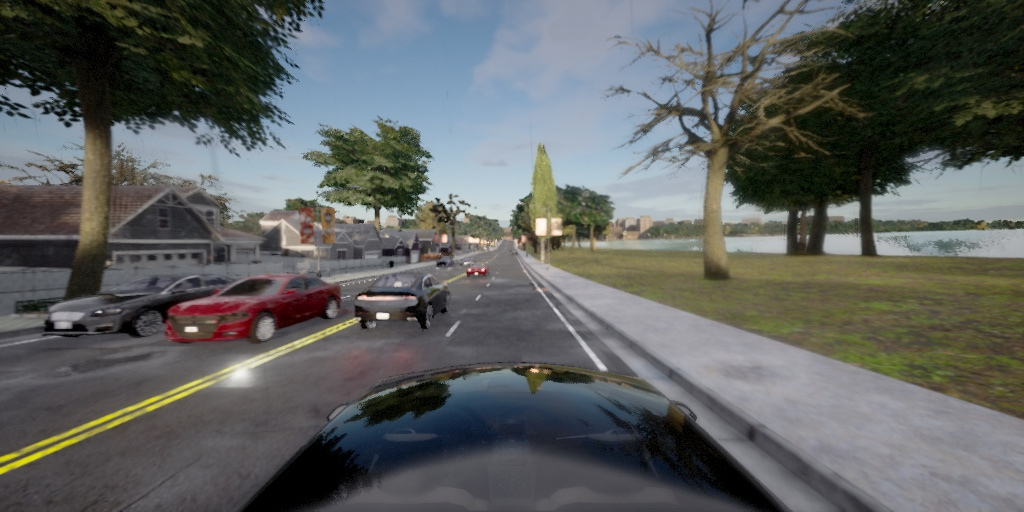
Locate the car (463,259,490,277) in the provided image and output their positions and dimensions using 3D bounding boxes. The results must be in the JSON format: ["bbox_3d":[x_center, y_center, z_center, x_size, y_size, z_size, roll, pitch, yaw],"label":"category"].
[{"bbox_3d":[-3.148,1.262,33.902,1.895,1.301,4.718,0,1,0],"label":"car"}]

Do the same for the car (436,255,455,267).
[{"bbox_3d":[-9.812,0.733,53.107,2.097,1.767,4.553,0,1,0],"label":"car"}]

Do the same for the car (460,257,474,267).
[{"bbox_3d":[-6.562,0.870,53.262,2.128,1.511,4.902,0,1,0],"label":"car"}]

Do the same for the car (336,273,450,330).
[{"bbox_3d":[-3.152,1.256,11.182,2.128,1.511,4.902,0,0,0],"label":"car"}]

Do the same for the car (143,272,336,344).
[{"bbox_3d":[-6.600,1.241,9.878,1.882,1.535,5.008,0,0,0],"label":"car"}]

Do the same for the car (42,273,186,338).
[{"bbox_3d":[-9.850,1.256,10.321,2.128,1.511,4.902,0,0,0],"label":"car"}]
